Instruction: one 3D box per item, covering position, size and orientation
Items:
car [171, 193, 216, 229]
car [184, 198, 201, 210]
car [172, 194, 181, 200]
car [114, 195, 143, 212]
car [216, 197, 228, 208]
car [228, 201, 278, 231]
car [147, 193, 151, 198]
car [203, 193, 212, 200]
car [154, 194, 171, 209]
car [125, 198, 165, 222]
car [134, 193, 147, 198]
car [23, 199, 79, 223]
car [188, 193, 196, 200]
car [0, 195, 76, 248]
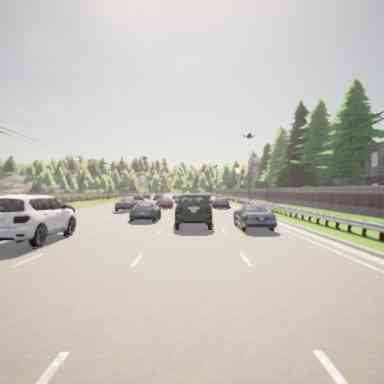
[{"bbox_3d":[0.087,1.101,20.534,2.150,2.045,5.566,0,0,0],"label":"car"},{"bbox_3d":[0.076,1.370,39.492,1.895,1.301,4.718,0,0,0],"label":"car"},{"bbox_3d":[-3.543,1.110,76.069,1.994,1.385,4.181,0,0,0],"label":"car"},{"bbox_3d":[-6.921,1.342,35.563,2.033,1.411,5.357,0,0,0],"label":"car"},{"bbox_3d":[3.577,1.319,41.650,1.994,1.385,4.181,0,0,0],"label":"car"},{"bbox_3d":[3.588,1.431,19.630,2.033,1.411,5.357,0,0,0],"label":"car"},{"bbox_3d":[-10.543,0.920,75.650,2.128,1.511,4.902,0,0,0],"label":"car"},{"bbox_3d":[3.457,1.055,76.072,1.837,1.490,4.892,0,0,0],"label":"car"},{"bbox_3d":[-3.424,1.322,41.573,1.994,1.385,4.181,0,0,0],"label":"car"},{"bbox_3d":[-3.415,1.420,24.833,1.994,1.385,4.181,0,0,0],"label":"car"},{"bbox_3d":[-10.537,1.127,65.231,1.837,1.490,4.892,0,0,0],"label":"car"},{"bbox_3d":[-10.415,1.349,24.987,2.128,1.511,4.902,0,0,0],"label":"car"},{"bbox_3d":[-0.042,1.064,74.820,1.837,1.490,4.892,0,0,0],"label":"car"},{"bbox_3d":[-6.909,1.138,14.407,2.150,2.045,5.566,0,0,0],"label":"car"}]
